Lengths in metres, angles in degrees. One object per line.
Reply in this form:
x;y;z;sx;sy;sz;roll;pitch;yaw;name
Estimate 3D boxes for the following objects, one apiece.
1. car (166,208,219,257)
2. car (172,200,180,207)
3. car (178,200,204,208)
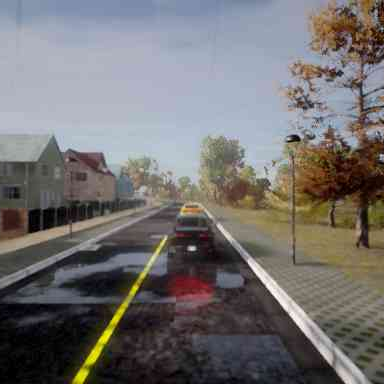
0.016;1.639;13.528;1.837;1.490;4.892;0;0;0;car
-2.779;2.186;64.529;1.895;1.301;4.718;0;-1;1;car
0.022;1.753;29.253;1.882;1.535;5.008;0;0;0;car
